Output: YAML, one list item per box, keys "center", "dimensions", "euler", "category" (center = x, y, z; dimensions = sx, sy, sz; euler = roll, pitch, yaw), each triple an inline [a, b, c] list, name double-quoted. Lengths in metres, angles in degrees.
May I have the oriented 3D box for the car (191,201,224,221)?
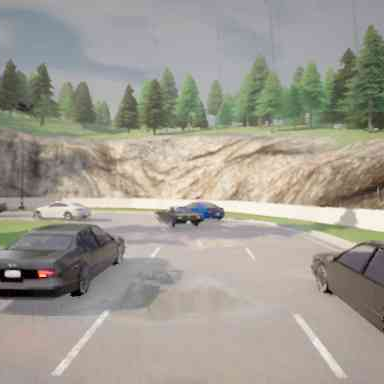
- center: [0.484, 1.478, 26.693]
  dimensions: [1.882, 1.535, 5.008]
  euler: [1, -1, -35]
  category: "car"

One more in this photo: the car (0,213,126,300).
- center: [-3.139, 1.518, 8.500]
  dimensions: [2.033, 1.411, 5.357]
  euler: [1, 0, 2]
  category: "car"

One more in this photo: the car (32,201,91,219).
- center: [-10.121, 1.431, 25.867]
  dimensions: [4.674, 1.442, 1.812]
  euler: [1, -1, 19]
  category: "car"

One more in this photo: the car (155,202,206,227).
- center: [-1.076, 1.588, 22.667]
  dimensions: [1.895, 1.301, 4.718]
  euler: [1, 0, -23]
  category: "car"

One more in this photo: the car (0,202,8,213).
- center: [-18.347, 1.324, 28.104]
  dimensions: [4.902, 1.511, 2.128]
  euler: [1, 0, -22]
  category: "car"

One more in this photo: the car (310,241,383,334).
- center: [3.717, 1.580, 5.766]
  dimensions: [2.033, 1.411, 5.357]
  euler: [1, 0, 3]
  category: "car"
